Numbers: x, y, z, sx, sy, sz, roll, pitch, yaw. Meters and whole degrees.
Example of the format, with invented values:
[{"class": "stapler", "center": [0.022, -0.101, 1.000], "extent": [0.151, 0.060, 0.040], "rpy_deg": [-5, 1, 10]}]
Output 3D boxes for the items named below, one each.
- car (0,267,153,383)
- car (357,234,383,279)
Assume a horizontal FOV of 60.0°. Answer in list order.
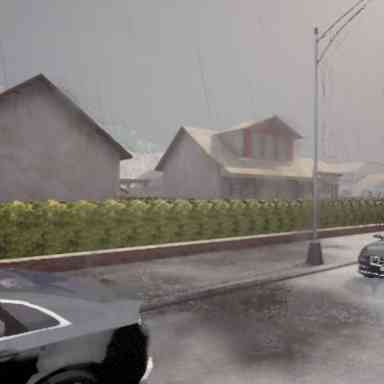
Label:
[{"class": "car", "center": [-2.697, 1.487, 2.677], "extent": [4.902, 1.511, 2.128], "rpy_deg": [1, -1, -36]}, {"class": "car", "center": [6.547, 1.608, 9.305], "extent": [4.892, 1.490, 1.837], "rpy_deg": [1, -1, -36]}]
